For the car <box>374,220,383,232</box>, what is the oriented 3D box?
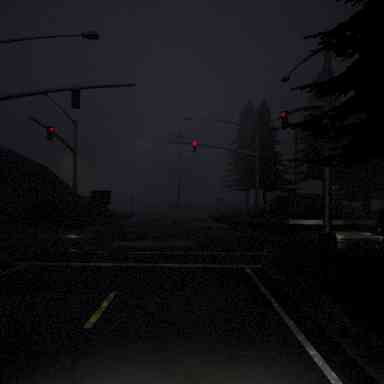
[{"bbox_3d":[14.214,1.864,21.230,4.553,1.767,2.097,0,-1,0],"label":"car"}]
